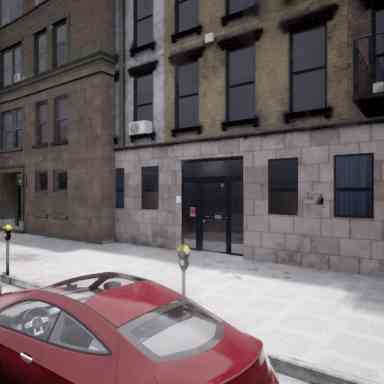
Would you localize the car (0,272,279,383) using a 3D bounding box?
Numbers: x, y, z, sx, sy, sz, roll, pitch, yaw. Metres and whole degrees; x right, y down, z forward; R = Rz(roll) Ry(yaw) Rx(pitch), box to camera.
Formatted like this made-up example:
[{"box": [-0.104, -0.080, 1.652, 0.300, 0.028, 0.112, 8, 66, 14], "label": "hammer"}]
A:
[{"box": [-1.179, 1.582, 3.658, 4.206, 1.307, 1.802, 0, 0, 36], "label": "car"}]
